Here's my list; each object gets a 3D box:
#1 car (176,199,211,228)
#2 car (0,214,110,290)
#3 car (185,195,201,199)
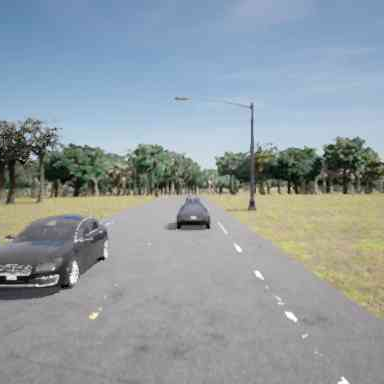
[{"bbox_3d":[0.087,1.345,20.191,1.994,1.385,4.181,0,1,0],"label":"car"},{"bbox_3d":[-3.589,1.426,9.063,1.837,1.490,4.892,0,1,0],"label":"car"},{"bbox_3d":[0.096,1.039,41.477,2.033,1.411,5.357,0,1,0],"label":"car"}]
